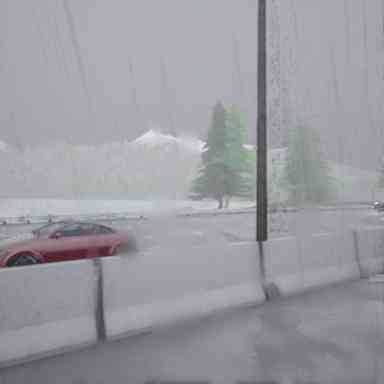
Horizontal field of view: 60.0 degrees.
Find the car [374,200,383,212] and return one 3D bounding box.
[{"bbox_3d":[21.440,1.216,34.967,4.553,1.767,2.097,0,0,-21],"label":"car"}]

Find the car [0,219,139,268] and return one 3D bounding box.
[{"bbox_3d":[-3.690,1.526,9.775,4.181,1.385,1.994,0,0,-34],"label":"car"}]
